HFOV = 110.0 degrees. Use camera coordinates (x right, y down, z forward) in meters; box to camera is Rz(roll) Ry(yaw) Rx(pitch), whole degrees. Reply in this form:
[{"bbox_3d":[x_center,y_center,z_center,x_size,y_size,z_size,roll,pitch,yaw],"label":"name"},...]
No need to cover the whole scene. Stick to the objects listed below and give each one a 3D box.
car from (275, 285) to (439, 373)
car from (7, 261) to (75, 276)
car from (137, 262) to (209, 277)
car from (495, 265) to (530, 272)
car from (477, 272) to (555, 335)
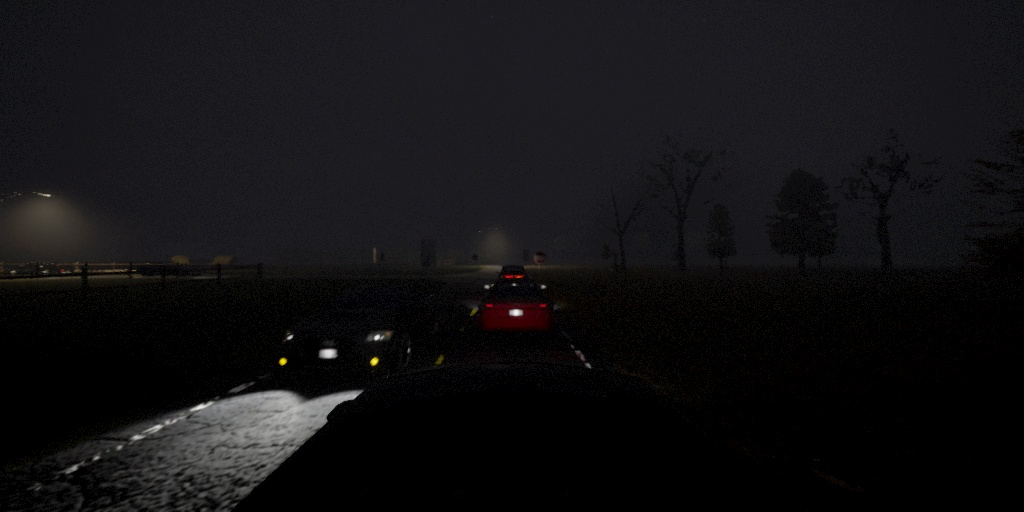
[{"bbox_3d":[-2.843,1.324,7.538,1.994,1.385,4.181,0,0,0],"label":"car"},{"bbox_3d":[-47.033,1.280,35.868,4.892,1.490,1.837,0,-1,-4],"label":"car"},{"bbox_3d":[-32.072,1.294,33.892,5.357,1.411,2.033,0,-1,-3],"label":"car"},{"bbox_3d":[0.058,1.287,21.744,1.837,1.490,4.892,0,0,-1],"label":"car"},{"bbox_3d":[0.098,1.328,10.555,1.994,1.385,4.181,0,0,0],"label":"car"}]
